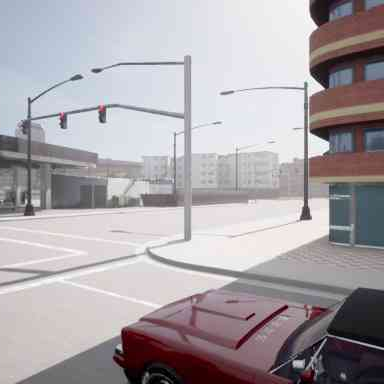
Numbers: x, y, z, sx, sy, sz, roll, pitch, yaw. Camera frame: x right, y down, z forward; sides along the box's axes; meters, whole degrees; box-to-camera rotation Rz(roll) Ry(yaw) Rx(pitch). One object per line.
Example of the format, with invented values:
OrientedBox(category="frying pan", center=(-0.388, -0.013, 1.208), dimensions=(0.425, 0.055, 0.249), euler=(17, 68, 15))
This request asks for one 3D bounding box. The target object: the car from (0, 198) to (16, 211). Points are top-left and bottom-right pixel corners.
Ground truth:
OrientedBox(category="car", center=(-22.368, 1.456, 38.855), dimensions=(3.806, 1.475, 1.970), euler=(0, 0, 36))

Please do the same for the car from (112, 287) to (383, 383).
OrientedBox(category="car", center=(1.498, 1.601, 2.905), dimensions=(4.718, 1.301, 1.895), euler=(0, 0, 36))
